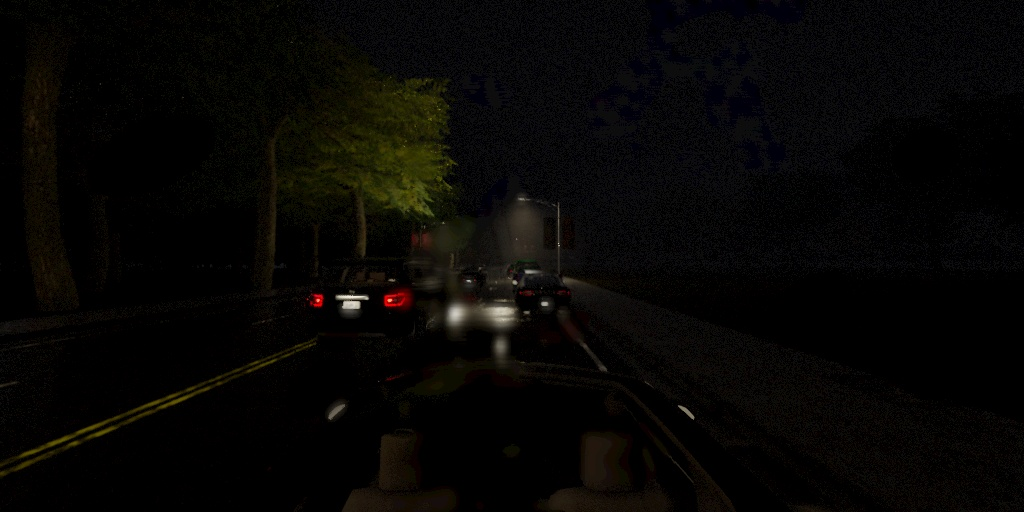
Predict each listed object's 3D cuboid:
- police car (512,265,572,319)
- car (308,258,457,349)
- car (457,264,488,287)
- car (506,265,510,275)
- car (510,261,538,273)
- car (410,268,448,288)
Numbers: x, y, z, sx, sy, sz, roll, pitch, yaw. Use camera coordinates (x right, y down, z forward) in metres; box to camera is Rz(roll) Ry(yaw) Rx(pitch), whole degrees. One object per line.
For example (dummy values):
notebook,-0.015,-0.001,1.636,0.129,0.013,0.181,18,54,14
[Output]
police car,1.054,1.319,13.761,1.930,1.638,5.238,0,-1,0
car,-3.096,1.073,9.630,2.150,2.045,5.566,0,-1,0
car,-2.989,1.581,27.893,1.837,1.490,4.892,0,-1,0
car,0.304,1.877,49.883,1.837,1.490,4.892,0,-1,1
car,1.111,1.366,23.622,2.097,1.767,4.553,0,-1,0
car,-6.436,1.688,28.246,1.895,1.301,4.718,0,-1,0
